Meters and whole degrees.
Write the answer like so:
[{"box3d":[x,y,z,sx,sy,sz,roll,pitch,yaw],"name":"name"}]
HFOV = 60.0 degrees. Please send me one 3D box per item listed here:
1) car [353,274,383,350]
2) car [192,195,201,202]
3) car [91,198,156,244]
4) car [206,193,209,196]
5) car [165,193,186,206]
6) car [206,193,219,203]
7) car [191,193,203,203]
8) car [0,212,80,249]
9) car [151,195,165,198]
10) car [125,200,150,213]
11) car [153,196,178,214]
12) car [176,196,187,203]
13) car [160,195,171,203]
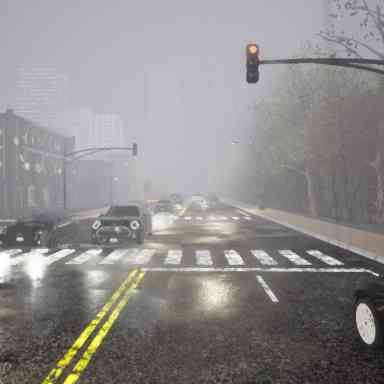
[{"box3d":[3.393,1.477,3.176,1.882,1.535,5.008,0,0,1],"name":"car"},{"box3d":[1.124,1.509,76.718,2.033,1.411,5.357,0,0,1],"name":"car"},{"box3d":[-3.122,1.349,15.581,2.097,1.767,4.553,0,0,1],"name":"car"},{"box3d":[4.373,1.195,76.594,2.150,2.045,5.566,0,0,1],"name":"car"},{"box3d":[-2.567,1.205,53.100,2.150,2.045,5.566,0,0,1],"name":"car"},{"box3d":[4.320,1.480,66.131,1.837,1.490,4.892,0,0,1],"name":"car"},{"box3d":[1.071,1.197,66.094,2.150,2.045,5.566,0,0,1],"name":"car"},{"box3d":[-6.391,1.562,14.376,1.994,1.385,4.181,0,0,1],"name":"car"},{"box3d":[-5.818,1.459,52.852,1.882,1.535,5.008,0,0,1],"name":"car"},{"box3d":[-6.052,1.589,37.437,1.895,1.301,4.718,0,0,1],"name":"car"},{"box3d":[-2.838,1.494,34.920,1.837,1.490,4.892,0,0,1],"name":"car"},{"box3d":[-2.232,1.521,69.388,2.033,1.411,5.357,0,0,1],"name":"car"},{"box3d":[-5.489,1.475,69.019,1.837,1.490,4.892,0,0,1],"name":"car"}]
